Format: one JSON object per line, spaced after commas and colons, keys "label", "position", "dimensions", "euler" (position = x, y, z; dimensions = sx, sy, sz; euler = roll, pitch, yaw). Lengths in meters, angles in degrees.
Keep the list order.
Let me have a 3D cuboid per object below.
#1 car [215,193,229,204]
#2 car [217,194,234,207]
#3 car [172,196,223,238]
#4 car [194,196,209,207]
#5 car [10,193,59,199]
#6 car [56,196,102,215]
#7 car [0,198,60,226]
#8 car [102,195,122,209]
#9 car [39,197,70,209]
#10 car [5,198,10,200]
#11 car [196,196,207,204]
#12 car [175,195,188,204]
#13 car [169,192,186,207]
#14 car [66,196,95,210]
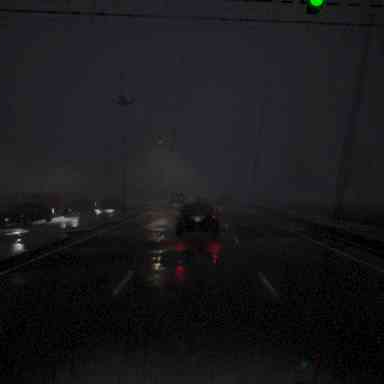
{"label": "car", "position": [5.220, 1.138, 58.779], "dimensions": [2.097, 1.767, 4.553], "euler": [0, 0, 2]}
{"label": "car", "position": [4.887, 1.175, 48.708], "dimensions": [2.097, 1.767, 4.553], "euler": [0, 0, 2]}
{"label": "car", "position": [0.330, 1.287, 17.520], "dimensions": [2.097, 1.767, 4.553], "euler": [0, 0, 2]}
{"label": "car", "position": [1.391, 1.310, 48.874], "dimensions": [2.128, 1.511, 4.902], "euler": [0, 0, 2]}
{"label": "car", "position": [-14.213, 1.090, 31.288], "dimensions": [2.150, 2.045, 5.566], "euler": [0, 0, 2]}
{"label": "car", "position": [-10.692, 1.361, 31.852], "dimensions": [2.128, 1.511, 4.902], "euler": [0, 0, 2]}
{"label": "car", "position": [-11.080, 1.409, 22.486], "dimensions": [1.837, 1.490, 4.892], "euler": [0, 0, 2]}
{"label": "car", "position": [-10.349, 1.184, 41.983], "dimensions": [2.097, 1.767, 4.553], "euler": [0, 0, 2]}
{"label": "car", "position": [-17.346, 1.350, 42.189], "dimensions": [1.812, 1.442, 4.674], "euler": [0, 0, 2]}
{"label": "car", "position": [-17.690, 1.339, 32.032], "dimensions": [1.882, 1.535, 5.008], "euler": [0, 0, 2]}
{"label": "car", "position": [1.723, 1.382, 58.964], "dimensions": [1.895, 1.301, 4.718], "euler": [0, 0, 2]}
{"label": "car", "position": [-1.776, 1.341, 59.020], "dimensions": [1.994, 1.385, 4.181], "euler": [0, 0, 2]}
{"label": "car", "position": [-2.119, 1.037, 48.629], "dimensions": [2.150, 2.045, 5.566], "euler": [0, 0, 2]}
{"label": "car", "position": [-13.863, 1.307, 41.629], "dimensions": [1.882, 1.535, 5.008], "euler": [0, 0, 2]}
